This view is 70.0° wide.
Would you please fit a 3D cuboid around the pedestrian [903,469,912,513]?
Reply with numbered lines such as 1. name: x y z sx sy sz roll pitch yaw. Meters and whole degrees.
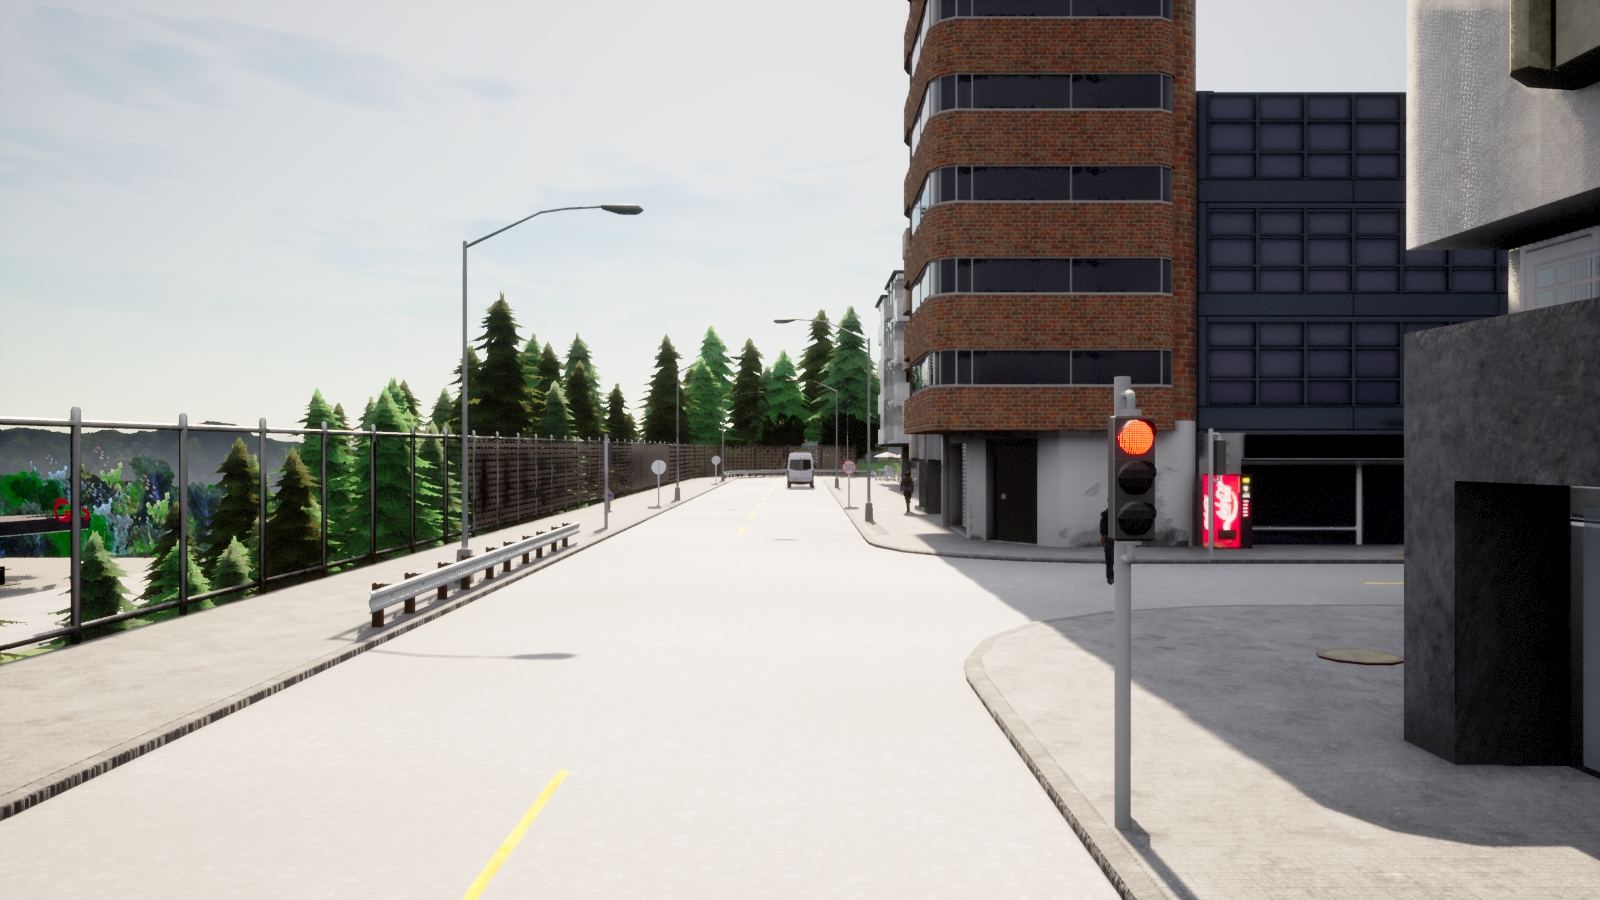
1. pedestrian: 4.534 1.725 48.184 0.375 1.860 0.375 0 0 2

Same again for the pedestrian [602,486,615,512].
1. pedestrian: -8.240 2.106 49.190 0.500 1.100 0.500 0 0 0

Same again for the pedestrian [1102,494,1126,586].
1. pedestrian: 6.427 1.839 23.381 0.375 1.860 0.375 0 0 0
